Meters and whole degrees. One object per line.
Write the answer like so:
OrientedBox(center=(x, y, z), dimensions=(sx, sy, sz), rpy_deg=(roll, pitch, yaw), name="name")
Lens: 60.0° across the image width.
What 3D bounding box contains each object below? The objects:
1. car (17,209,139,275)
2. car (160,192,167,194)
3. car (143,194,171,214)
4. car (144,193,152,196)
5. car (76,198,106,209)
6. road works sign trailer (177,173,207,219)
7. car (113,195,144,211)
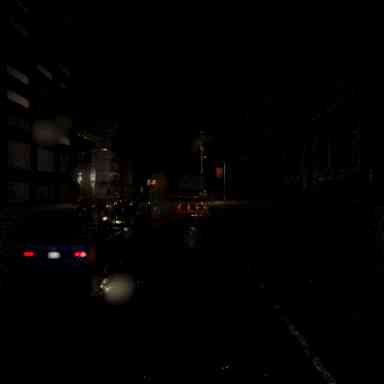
OrientedBox(center=(-3.150, 1.471, 10.103), dimensions=(2.033, 1.411, 5.357), rpy_deg=(0, 0, 0), name="car")
OrientedBox(center=(-6.493, 0.756, 75.509), dimensions=(2.097, 1.767, 4.553), rpy_deg=(0, 0, 0), name="car")
OrientedBox(center=(-3.146, 1.273, 31.749), dimensions=(1.837, 1.490, 4.892), rpy_deg=(0, 0, 0), name="car")
OrientedBox(center=(-9.744, 0.875, 73.568), dimensions=(1.895, 1.301, 4.718), rpy_deg=(0, 0, 0), name="car")
OrientedBox(center=(-9.839, 1.286, 32.796), dimensions=(1.812, 1.442, 4.674), rpy_deg=(0, 0, 0), name="car")
OrientedBox(center=(0.002, 0.269, 26.697), dimensions=(2.380, 3.560, 2.880), rpy_deg=(0, 0, 0), name="road works sign trailer")
OrientedBox(center=(-6.588, 1.105, 33.923), dimensions=(2.097, 1.767, 4.553), rpy_deg=(0, 0, 0), name="car")
